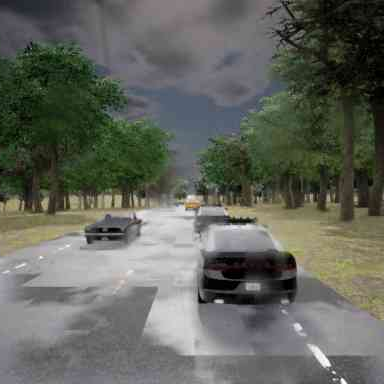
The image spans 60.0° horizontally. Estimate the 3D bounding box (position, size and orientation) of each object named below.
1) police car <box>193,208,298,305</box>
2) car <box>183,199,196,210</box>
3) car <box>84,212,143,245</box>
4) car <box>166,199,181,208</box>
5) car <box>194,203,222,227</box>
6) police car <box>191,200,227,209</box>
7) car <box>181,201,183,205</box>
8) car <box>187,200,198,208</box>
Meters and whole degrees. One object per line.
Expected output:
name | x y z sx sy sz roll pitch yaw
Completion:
police car | 1.059 1.436 8.323 1.930 1.638 5.238 0 0 0
car | 0.097 1.737 46.252 1.882 1.535 5.008 0 -1 1
car | -3.582 1.637 15.923 1.895 1.301 4.718 0 0 0
car | -3.506 2.025 59.690 1.837 1.490 4.892 0 -2 0
car | 1.078 1.607 24.216 1.812 1.442 4.674 0 0 0
police car | 1.071 1.474 18.326 1.930 1.638 5.238 0 0 0
car | -3.393 3.078 93.448 1.994 1.385 4.181 0 -2 0
car | 0.070 2.145 60.743 1.895 1.301 4.718 0 -1 0
